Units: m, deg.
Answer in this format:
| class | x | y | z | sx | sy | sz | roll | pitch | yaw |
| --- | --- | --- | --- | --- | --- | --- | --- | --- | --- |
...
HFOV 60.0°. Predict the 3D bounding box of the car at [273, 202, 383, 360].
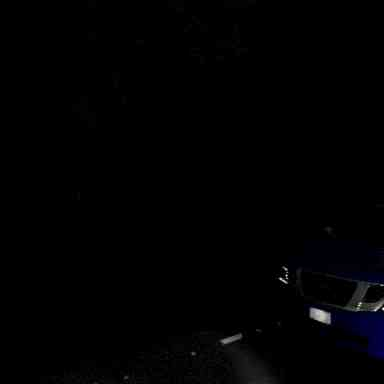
| class | x | y | z | sx | sy | sz | roll | pitch | yaw |
| --- | --- | --- | --- | --- | --- | --- | --- | --- | --- |
| car | 3.878 | 1.216 | 5.836 | 5.566 | 2.045 | 2.150 | 0 | 0 | -35 |
